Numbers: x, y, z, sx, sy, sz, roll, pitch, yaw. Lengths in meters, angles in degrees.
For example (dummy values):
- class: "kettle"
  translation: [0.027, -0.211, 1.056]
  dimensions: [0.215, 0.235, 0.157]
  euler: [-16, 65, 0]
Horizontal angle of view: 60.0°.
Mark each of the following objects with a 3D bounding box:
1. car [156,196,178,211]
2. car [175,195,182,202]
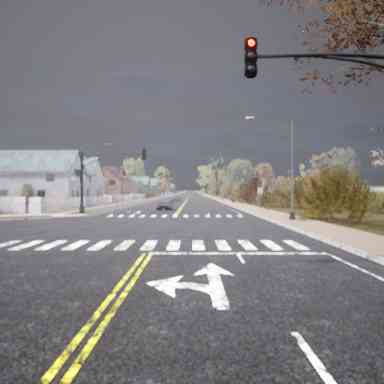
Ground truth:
- class: "car"
  translation: [-3.171, 1.529, 39.707]
  dimensions: [2.033, 1.411, 5.357]
  euler: [0, 0, 0]
- class: "car"
  translation: [-3.100, 1.406, 71.510]
  dimensions: [1.837, 1.490, 4.892]
  euler: [0, 0, 0]
